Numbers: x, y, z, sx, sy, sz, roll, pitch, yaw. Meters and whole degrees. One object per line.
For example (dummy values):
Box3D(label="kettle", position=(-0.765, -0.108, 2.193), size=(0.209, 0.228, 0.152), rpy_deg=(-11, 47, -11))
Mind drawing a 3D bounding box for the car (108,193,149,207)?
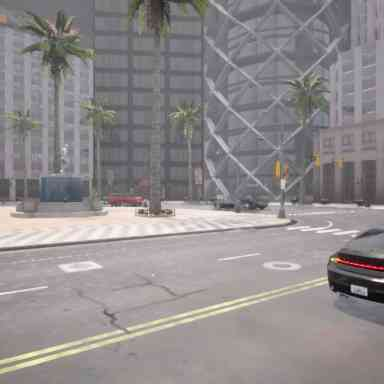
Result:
Box3D(label="car", position=(-9.961, 1.220, 50.561), size=(5.566, 2.045, 2.150), rpy_deg=(0, 0, 14))

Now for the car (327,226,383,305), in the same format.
Box3D(label="car", position=(4.956, 1.505, 7.331), size=(4.892, 1.490, 1.837), rpy_deg=(0, 0, -35))

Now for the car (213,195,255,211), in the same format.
Box3D(label="car", position=(4.752, 1.491, 40.427), size=(2.128, 1.511, 4.902), rpy_deg=(0, 0, -42))

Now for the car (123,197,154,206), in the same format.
Box3D(label="car", position=(-8.664, 1.525, 53.678), size=(4.674, 1.442, 1.812), rpy_deg=(0, 0, 16))

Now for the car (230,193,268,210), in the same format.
Box3D(label="car", position=(7.126, 1.214, 43.103), size=(2.150, 2.045, 5.566), rpy_deg=(0, 1, -41))
